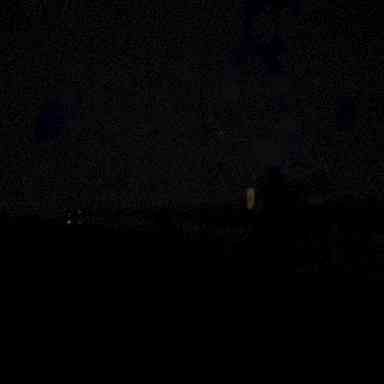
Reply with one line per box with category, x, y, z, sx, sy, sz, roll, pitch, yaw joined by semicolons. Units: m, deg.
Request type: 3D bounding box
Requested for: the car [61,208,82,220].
car;-18.274;3.162;50.251;2.097;1.767;4.553;-3;0;-35
